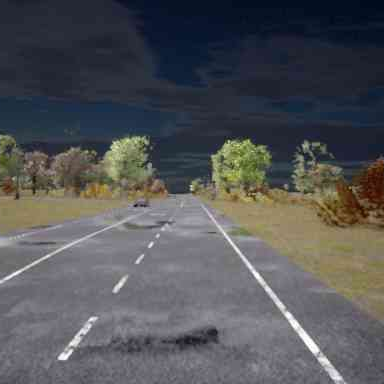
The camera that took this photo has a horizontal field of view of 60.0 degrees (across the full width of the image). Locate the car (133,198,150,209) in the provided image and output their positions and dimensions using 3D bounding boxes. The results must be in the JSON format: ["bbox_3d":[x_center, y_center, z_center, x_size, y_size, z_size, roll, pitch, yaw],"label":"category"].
[{"bbox_3d":[-6.998,1.573,46.498,2.033,1.411,5.357,0,0,0],"label":"car"}]
